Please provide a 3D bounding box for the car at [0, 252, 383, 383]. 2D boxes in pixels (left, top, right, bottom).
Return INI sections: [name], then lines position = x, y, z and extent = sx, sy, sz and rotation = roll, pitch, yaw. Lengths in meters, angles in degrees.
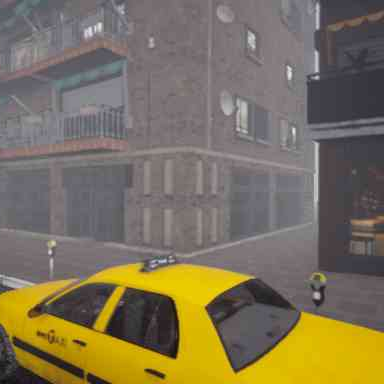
[car]
position = -0.591, 1.487, 3.858
extent = 5.366, 1.575, 1.801
rotation = -1, 0, 35
